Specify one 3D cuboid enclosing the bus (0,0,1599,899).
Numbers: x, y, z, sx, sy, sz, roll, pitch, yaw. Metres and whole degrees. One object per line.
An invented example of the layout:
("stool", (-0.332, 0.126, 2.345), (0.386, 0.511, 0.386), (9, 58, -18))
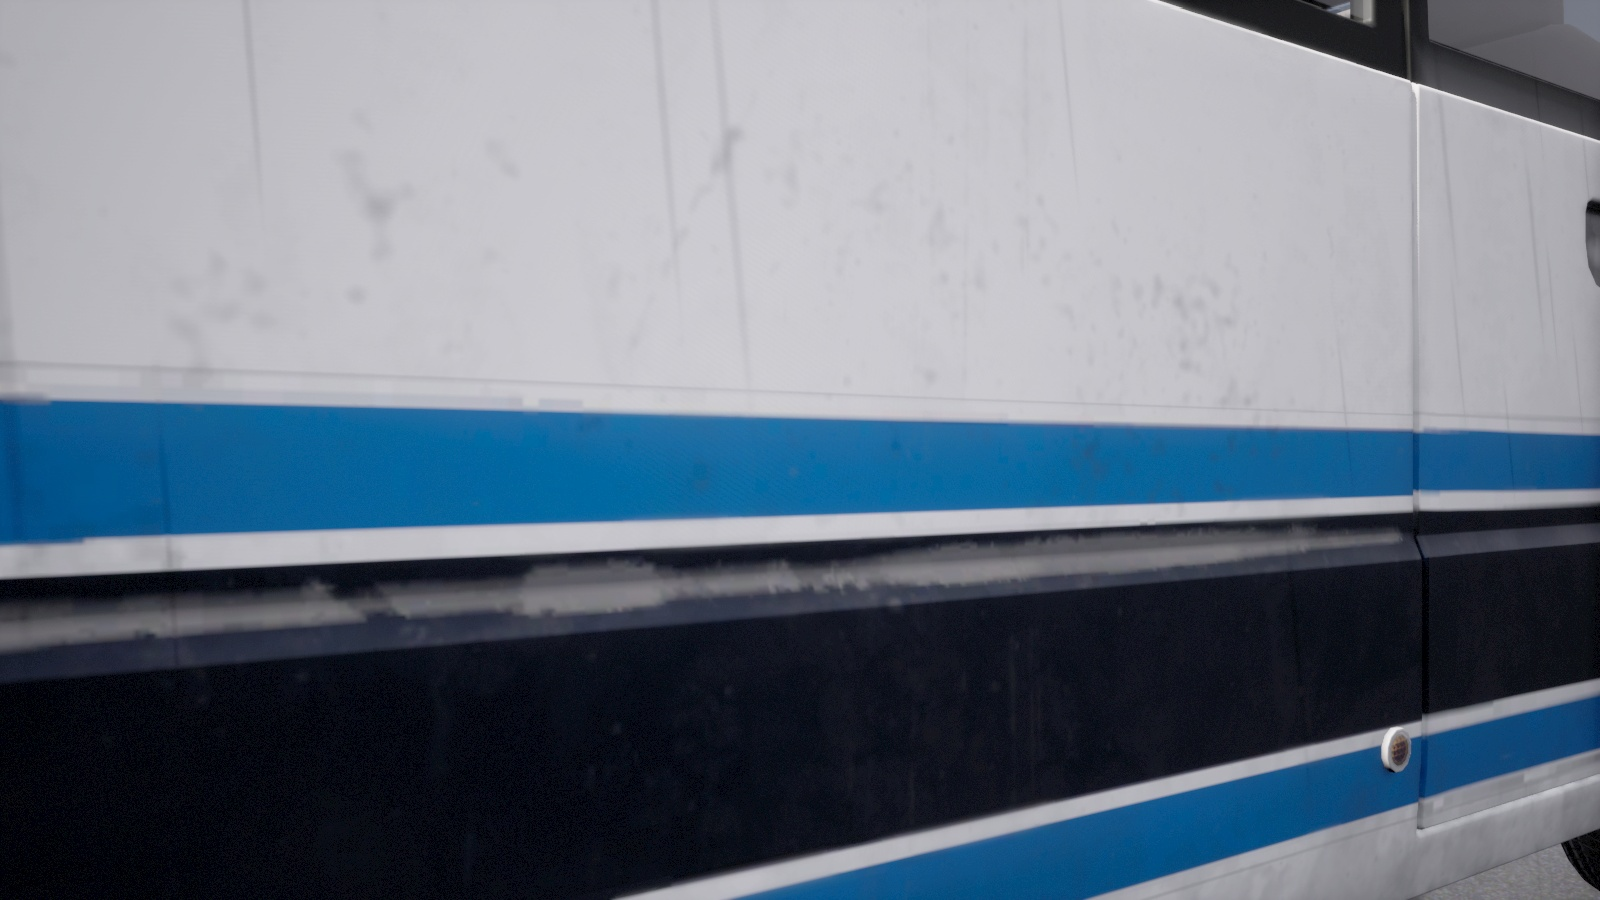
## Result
("bus", (-0.308, -0.622, 3.450), (10.273, 4.253, 3.944), (0, 0, -35))
